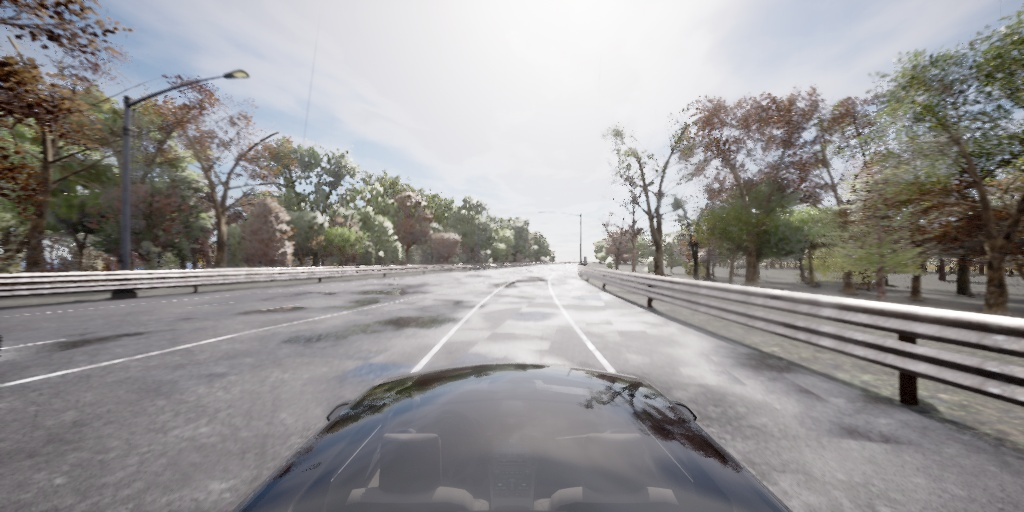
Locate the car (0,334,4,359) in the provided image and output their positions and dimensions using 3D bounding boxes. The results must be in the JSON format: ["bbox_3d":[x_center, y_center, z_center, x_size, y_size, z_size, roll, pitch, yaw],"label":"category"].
[{"bbox_3d":[-9.965,1.222,4.166,2.163,1.488,4.792,0,-1,12],"label":"car"}]
